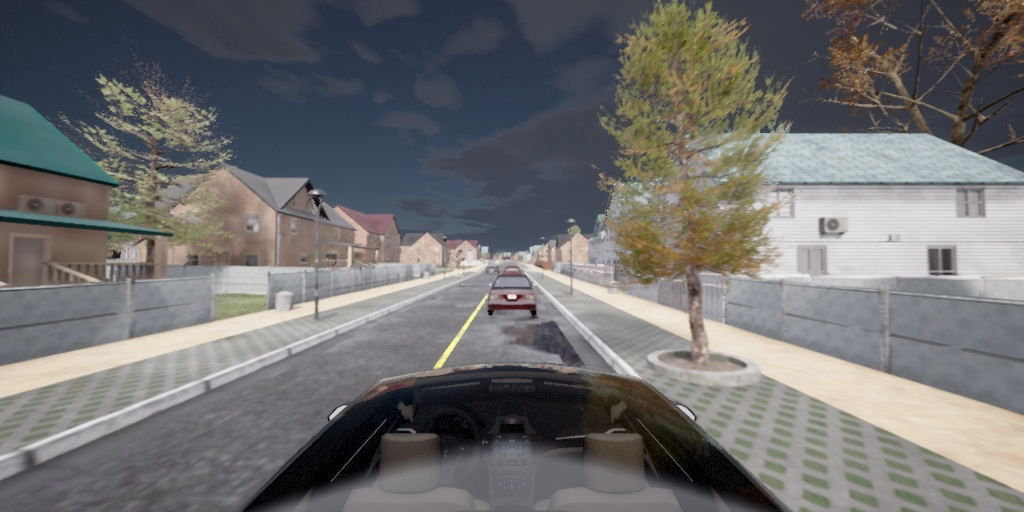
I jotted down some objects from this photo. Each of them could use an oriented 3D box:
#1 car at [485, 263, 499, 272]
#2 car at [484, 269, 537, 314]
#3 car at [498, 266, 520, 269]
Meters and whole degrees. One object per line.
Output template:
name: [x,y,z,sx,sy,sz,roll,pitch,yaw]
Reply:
car: [-2.759,1.785,51.018,1.812,1.442,4.674,0,-1,1]
car: [0.015,1.431,14.398,2.033,1.411,5.357,0,-1,0]
car: [0.032,1.579,30.759,1.812,1.442,4.674,0,0,0]
